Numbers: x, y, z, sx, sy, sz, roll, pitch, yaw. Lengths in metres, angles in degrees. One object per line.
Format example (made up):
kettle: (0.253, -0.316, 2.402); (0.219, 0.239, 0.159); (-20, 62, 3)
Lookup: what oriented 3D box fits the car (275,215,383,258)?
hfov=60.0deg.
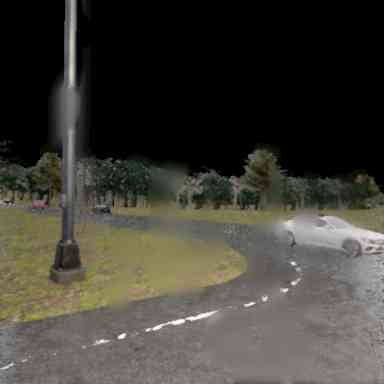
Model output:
car: (5.643, 1.708, 13.941); (1.812, 1.442, 4.674); (2, -1, -36)

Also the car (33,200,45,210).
car: (-32.738, 2.731, 71.026); (2.150, 2.045, 5.566); (3, -3, -28)

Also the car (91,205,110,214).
car: (-15.069, 2.815, 54.731); (1.882, 1.535, 5.008); (4, -3, -36)
